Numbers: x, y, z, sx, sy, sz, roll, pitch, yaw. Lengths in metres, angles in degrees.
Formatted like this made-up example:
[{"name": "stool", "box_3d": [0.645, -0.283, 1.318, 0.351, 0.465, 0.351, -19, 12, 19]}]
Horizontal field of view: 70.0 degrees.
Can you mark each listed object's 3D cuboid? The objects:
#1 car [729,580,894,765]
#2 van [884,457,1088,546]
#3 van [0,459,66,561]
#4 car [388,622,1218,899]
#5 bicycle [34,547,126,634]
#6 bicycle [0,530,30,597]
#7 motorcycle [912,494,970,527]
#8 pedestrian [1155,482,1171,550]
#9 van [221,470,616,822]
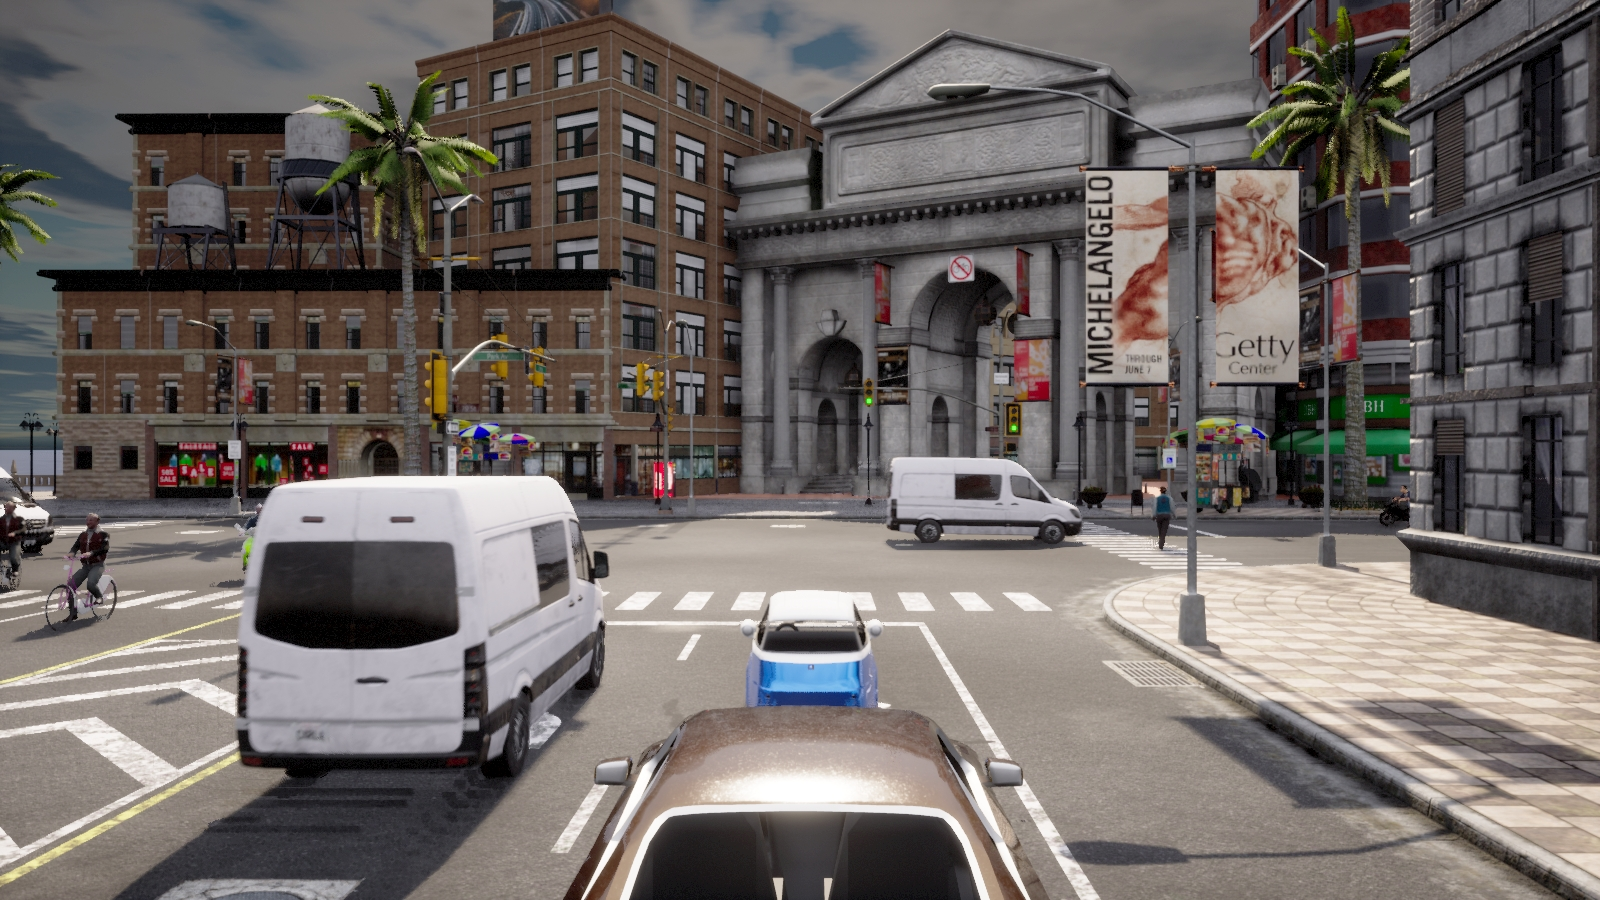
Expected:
[{"name": "car", "box_3d": [0.115, 2.119, 11.341, 1.481, 1.376, 2.207, 0, 1, 1]}, {"name": "van", "box_3d": [5.594, 1.532, 34.962, 5.915, 2.561, 1.988, 1, 0, 1]}, {"name": "van", "box_3d": [-22.900, 1.534, 30.711, 5.915, 2.561, 1.988, 0, 0, 17]}, {"name": "car", "box_3d": [0.037, 1.992, 5.222, 2.152, 1.651, 5.027, 0, 0, 1]}, {"name": "bicycle", "box_3d": [-11.461, 2.210, 18.244, 0.329, 1.171, 1.835, 0, 0, -1]}, {"name": "bicycle", "box_3d": [-15.584, 2.210, 22.407, 0.329, 1.171, 1.835, 0, 0, -19]}, {"name": "motorcycle", "box_3d": [5.152, 2.213, 41.779, 2.033, 1.145, 0.803, 0, 0, 1]}, {"name": "pedestrian", "box_3d": [10.182, 1.849, 32.059, 0.375, 1.860, 0.375, 0, 0, 26]}, {"name": "van", "box_3d": [-3.373, 1.535, 11.618, 1.988, 2.561, 5.915, 0, 0, 1]}]
